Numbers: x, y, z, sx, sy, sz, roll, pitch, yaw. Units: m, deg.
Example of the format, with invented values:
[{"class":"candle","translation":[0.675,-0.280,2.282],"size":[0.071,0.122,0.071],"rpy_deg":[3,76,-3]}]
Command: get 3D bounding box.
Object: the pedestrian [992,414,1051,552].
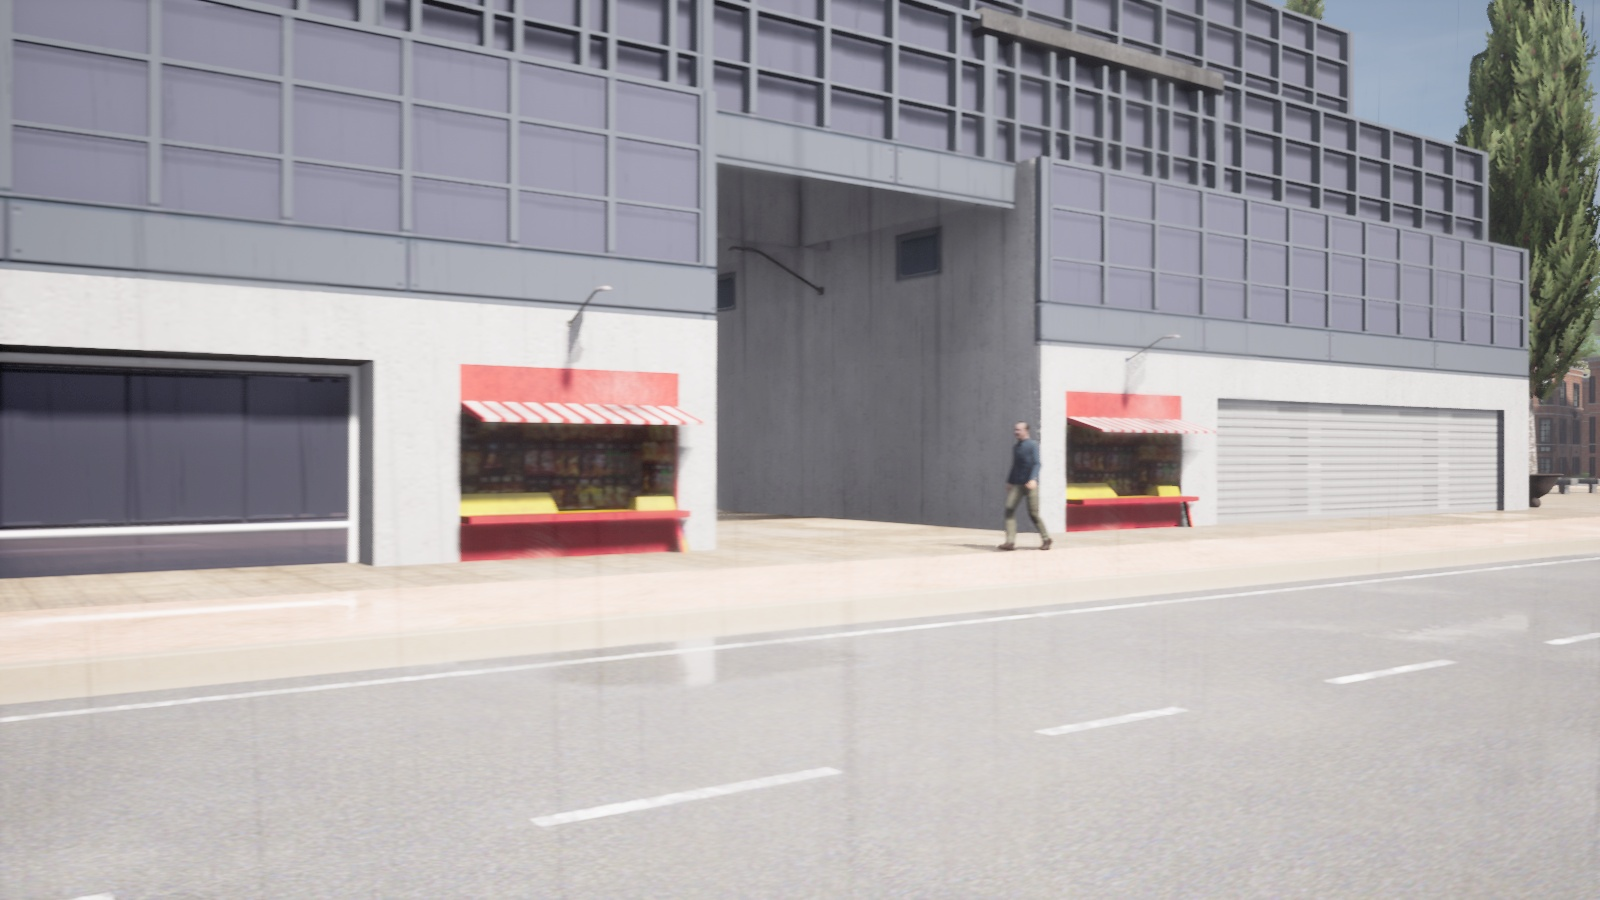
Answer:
[{"class":"pedestrian","translation":[3.013,0.439,17.067],"size":[0.726,1.842,0.402],"rpy_deg":[0,0,-37]}]
